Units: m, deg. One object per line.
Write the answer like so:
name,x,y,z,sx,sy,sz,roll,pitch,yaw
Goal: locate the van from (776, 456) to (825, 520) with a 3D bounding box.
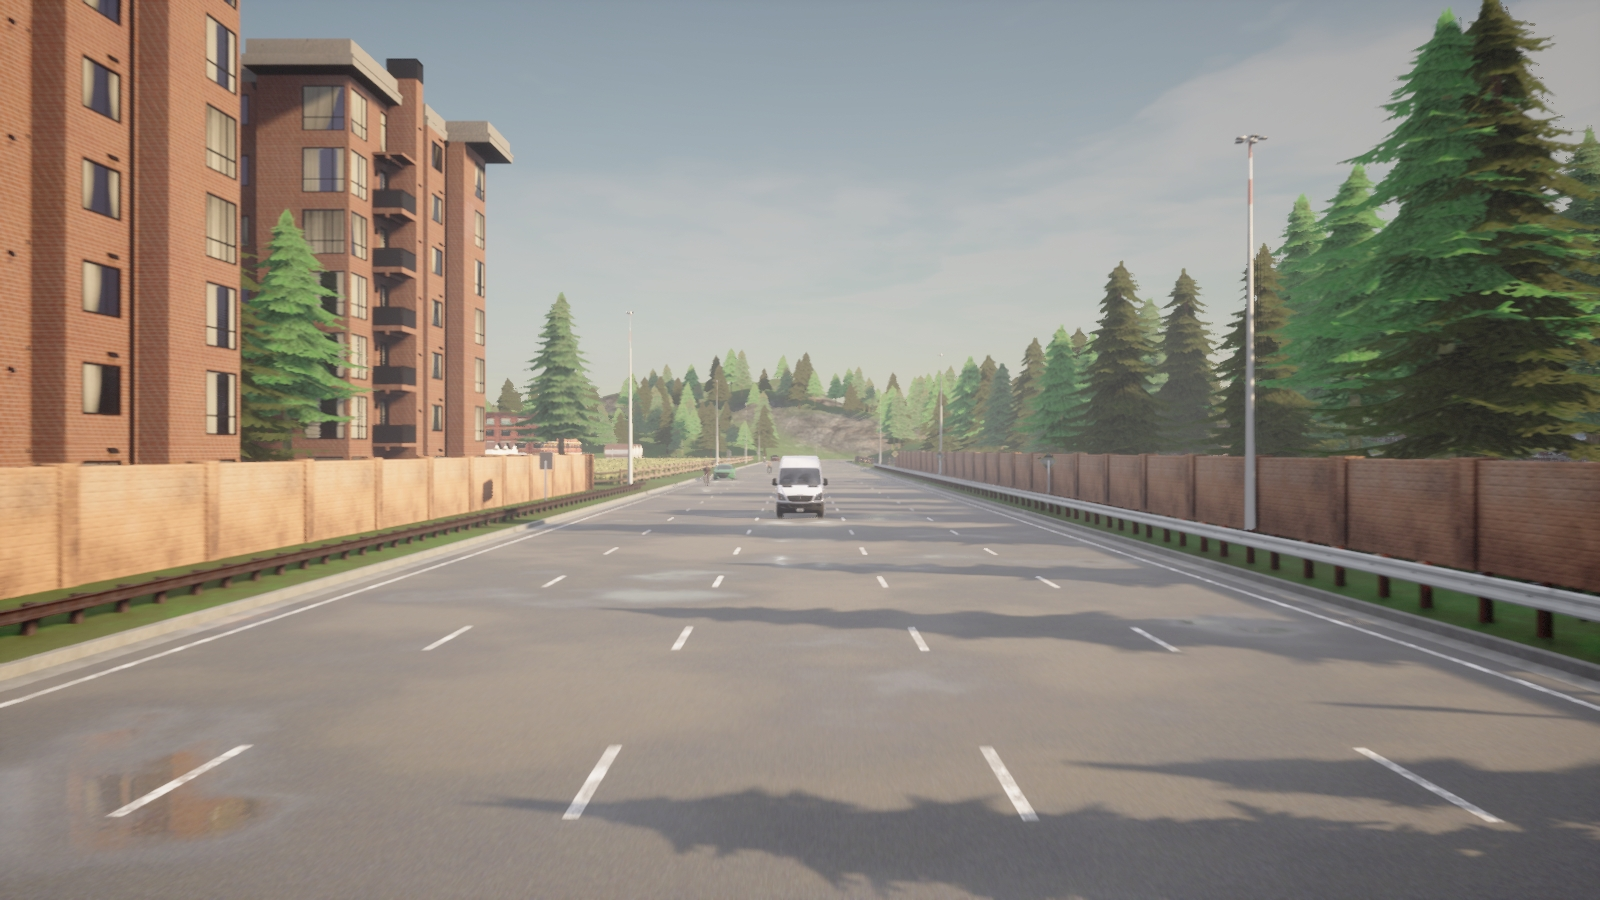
van,0.010,1.534,48.950,1.988,2.561,5.915,0,0,0
